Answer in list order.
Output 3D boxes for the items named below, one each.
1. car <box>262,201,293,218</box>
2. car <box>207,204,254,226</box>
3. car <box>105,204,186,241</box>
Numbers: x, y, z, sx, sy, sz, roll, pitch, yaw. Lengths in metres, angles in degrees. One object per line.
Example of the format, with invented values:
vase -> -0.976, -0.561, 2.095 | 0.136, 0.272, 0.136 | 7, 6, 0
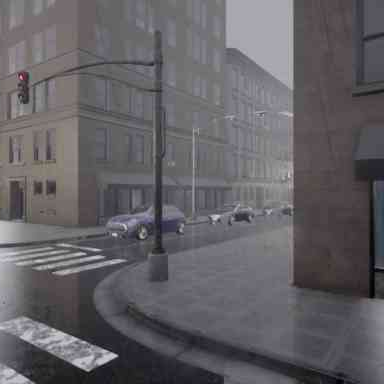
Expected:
car -> 8.511, 1.682, 32.711 | 2.128, 1.511, 4.902 | 0, 0, 36
car -> 2.997, 1.630, 24.959 | 2.128, 1.511, 4.902 | 0, 0, 35
car -> -2.321, 1.440, 17.524 | 2.097, 1.767, 4.553 | 0, 0, 36
